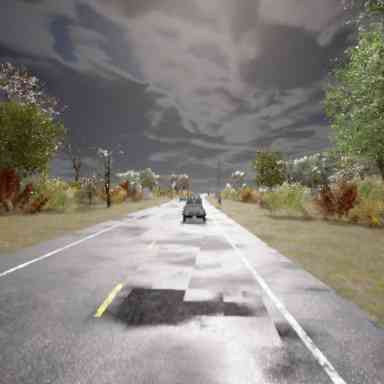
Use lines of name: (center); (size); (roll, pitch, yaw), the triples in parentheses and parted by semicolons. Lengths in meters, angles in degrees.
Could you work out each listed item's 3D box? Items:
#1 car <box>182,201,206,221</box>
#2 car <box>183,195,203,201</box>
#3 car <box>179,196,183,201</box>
car: (0.187, 1.682, 27.978); (1.895, 1.301, 4.718); (0, 0, 0)
car: (0.316, 1.354, 45.480); (2.150, 2.045, 5.566); (0, 0, 0)
car: (-2.603, 1.771, 94.050); (1.837, 1.490, 4.892); (0, 0, 1)
